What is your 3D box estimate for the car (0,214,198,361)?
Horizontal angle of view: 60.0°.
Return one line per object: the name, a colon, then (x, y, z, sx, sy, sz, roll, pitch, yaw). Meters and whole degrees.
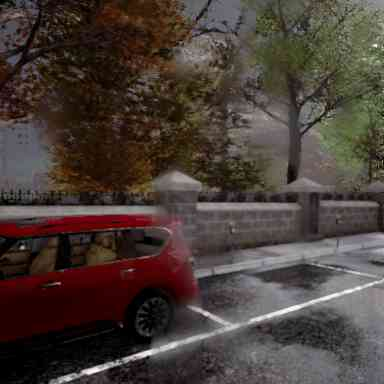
car: (-2.215, 1.321, 4.957, 5.009, 1.841, 2.192, 0, 1, -35)
